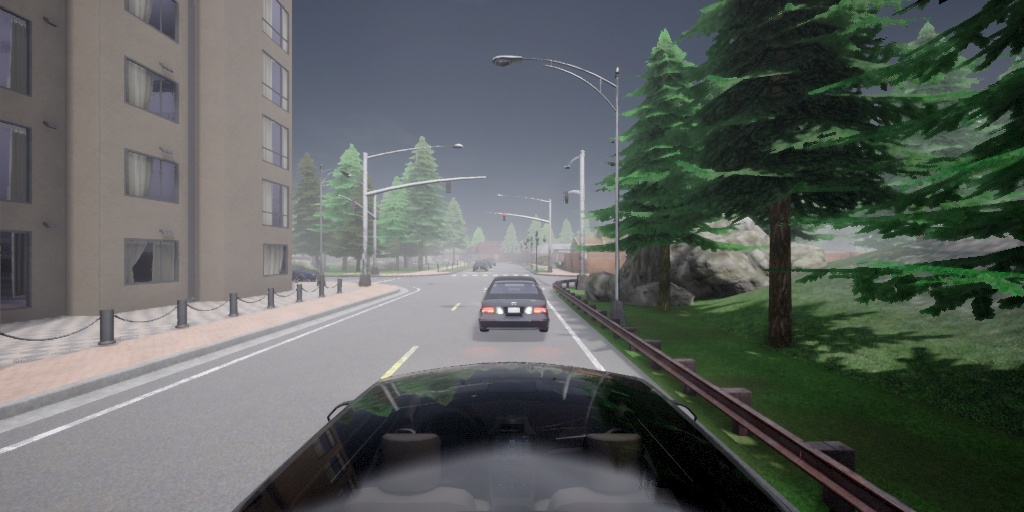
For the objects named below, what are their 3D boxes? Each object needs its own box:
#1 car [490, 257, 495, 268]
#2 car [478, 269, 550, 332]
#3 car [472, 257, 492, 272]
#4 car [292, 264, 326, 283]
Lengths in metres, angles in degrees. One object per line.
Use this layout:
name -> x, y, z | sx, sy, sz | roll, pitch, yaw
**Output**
car -> -4.058, 1.226, 56.703 | 1.837, 1.490, 4.892 | 0, 0, 0
car -> 0.068, 1.297, 10.802 | 2.033, 1.411, 5.357 | 0, 0, 1
car -> -3.999, 1.225, 46.360 | 1.837, 1.490, 4.892 | 0, 0, 0
car -> -17.136, 1.282, 27.213 | 5.357, 1.411, 2.033 | 0, 0, 1
